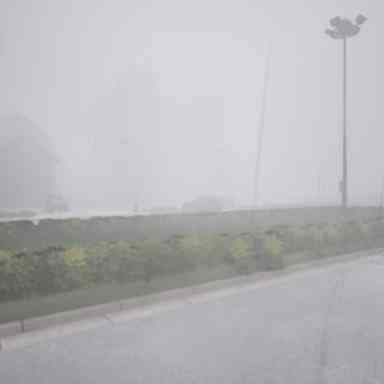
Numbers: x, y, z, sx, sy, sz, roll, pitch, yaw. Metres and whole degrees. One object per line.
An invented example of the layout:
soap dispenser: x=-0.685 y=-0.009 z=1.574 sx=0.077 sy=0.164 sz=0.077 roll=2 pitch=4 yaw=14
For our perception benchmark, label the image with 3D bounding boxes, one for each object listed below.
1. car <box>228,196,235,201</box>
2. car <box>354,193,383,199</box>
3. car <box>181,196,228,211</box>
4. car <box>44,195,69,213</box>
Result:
car: x=4.535 y=1.431 z=51.087 sx=2.242 sy=1.667 sz=4.611 roll=0 pitch=0 yaw=-36
car: x=34.427 y=1.128 z=64.891 sx=2.150 sy=2.045 sz=5.566 roll=0 pitch=0 yaw=-35
car: x=0.943 y=1.282 z=32.134 sx=1.932 sy=1.855 sz=4.605 roll=0 pitch=0 yaw=-36
car: x=-15.081 y=1.300 z=36.904 sx=1.905 sy=1.878 sz=3.866 roll=0 pitch=0 yaw=-36
